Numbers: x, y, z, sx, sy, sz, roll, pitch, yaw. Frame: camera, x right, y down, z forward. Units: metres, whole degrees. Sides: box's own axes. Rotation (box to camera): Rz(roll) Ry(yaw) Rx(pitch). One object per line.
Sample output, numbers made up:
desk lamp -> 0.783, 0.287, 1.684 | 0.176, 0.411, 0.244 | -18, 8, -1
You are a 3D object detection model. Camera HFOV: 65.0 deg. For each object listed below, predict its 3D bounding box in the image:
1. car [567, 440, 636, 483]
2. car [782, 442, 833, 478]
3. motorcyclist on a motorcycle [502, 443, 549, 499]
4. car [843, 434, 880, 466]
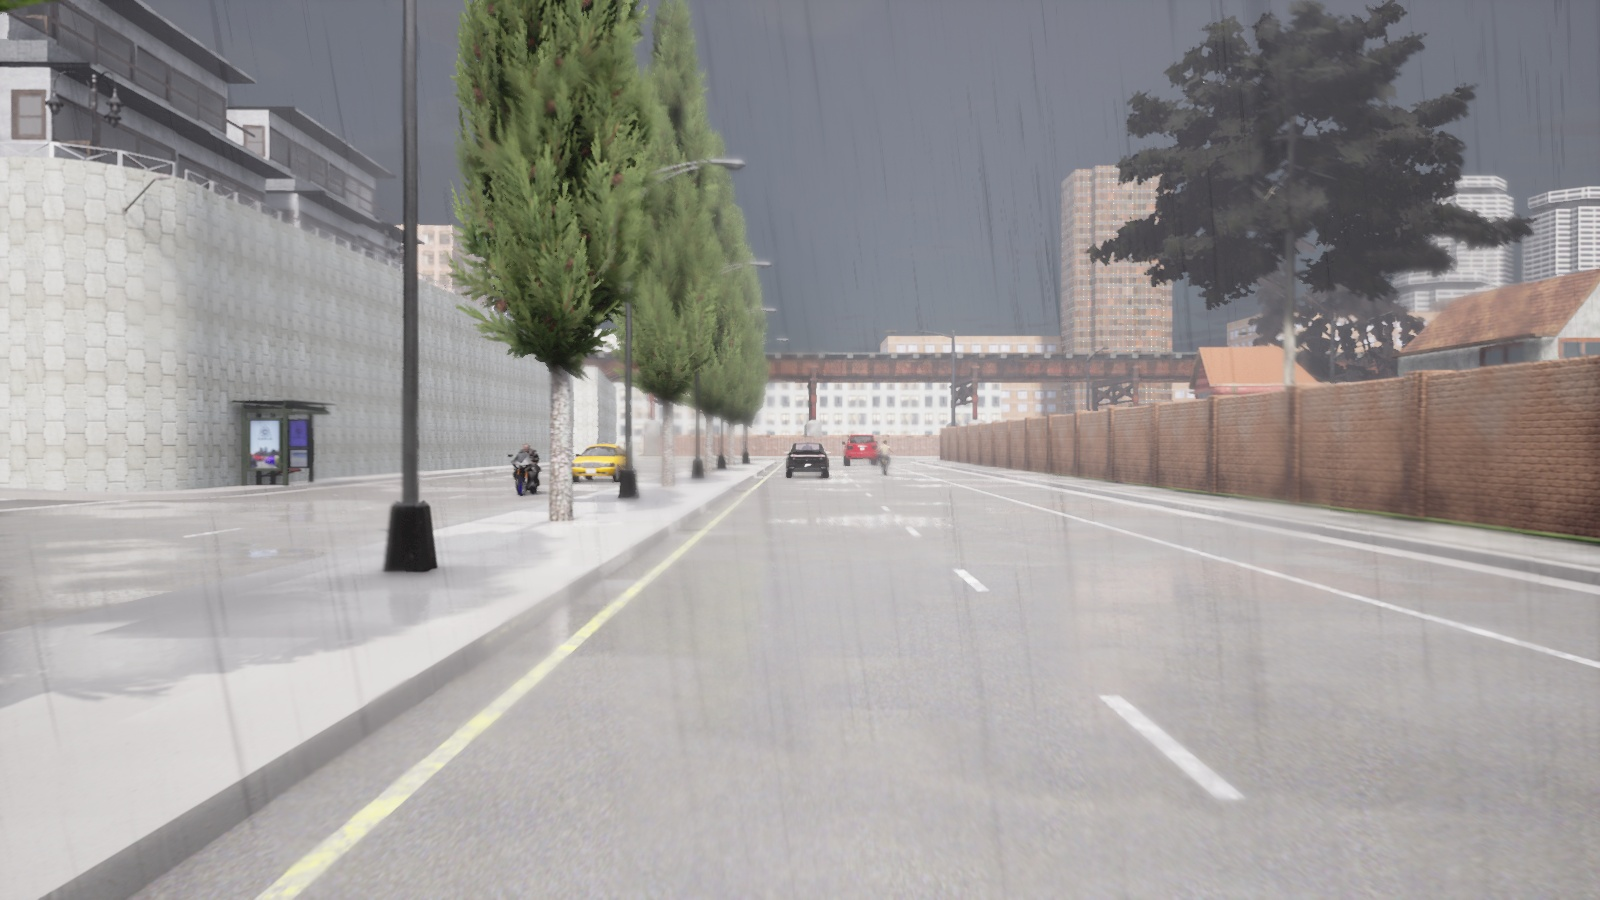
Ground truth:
car -> -7.696, 0.403, 49.049 | 1.801, 1.575, 5.366 | 0, 0, 0
car -> 0.328, 0.393, 54.982 | 2.128, 1.511, 4.902 | 0, 0, 0
motorcyclist on a motorcycle -> -7.782, 0.574, 35.690 | 0.866, 1.530, 2.191 | 0, 0, 0
car -> 3.984, 0.005, 82.329 | 2.150, 2.045, 5.566 | 0, 0, 0
